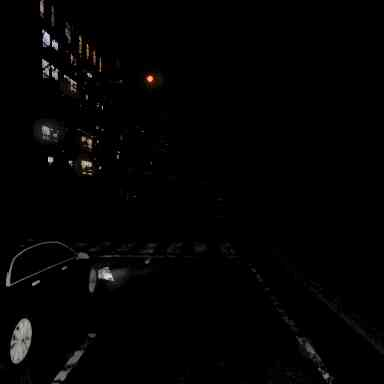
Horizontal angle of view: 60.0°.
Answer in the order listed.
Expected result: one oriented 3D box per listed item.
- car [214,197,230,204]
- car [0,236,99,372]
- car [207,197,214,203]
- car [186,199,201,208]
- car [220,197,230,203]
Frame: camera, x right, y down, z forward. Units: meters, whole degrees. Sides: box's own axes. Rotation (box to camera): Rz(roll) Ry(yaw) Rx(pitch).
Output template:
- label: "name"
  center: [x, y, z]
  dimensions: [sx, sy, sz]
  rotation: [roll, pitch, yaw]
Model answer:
- label: "car"
  center: [6.186, 1.741, 68.845]
  dimensions: [1.837, 1.490, 4.892]
  rotation: [0, 0, 10]
- label: "car"
  center: [-3.047, 1.507, 5.641]
  dimensions: [1.837, 1.490, 4.892]
  rotation: [0, 0, 1]
- label: "car"
  center: [4.881, 1.836, 80.370]
  dimensions: [1.812, 1.442, 4.674]
  rotation: [0, 0, 12]
- label: "car"
  center: [0.224, 1.702, 50.895]
  dimensions: [1.994, 1.385, 4.181]
  rotation: [0, 0, 7]
- label: "car"
  center: [7.854, 1.855, 78.672]
  dimensions: [1.994, 1.385, 4.181]
  rotation: [0, 0, 12]
